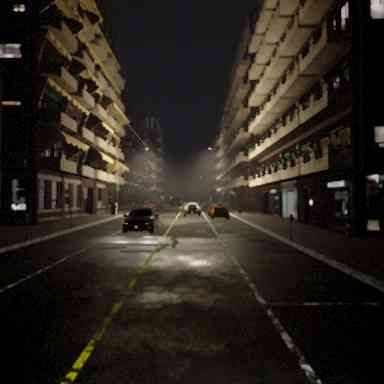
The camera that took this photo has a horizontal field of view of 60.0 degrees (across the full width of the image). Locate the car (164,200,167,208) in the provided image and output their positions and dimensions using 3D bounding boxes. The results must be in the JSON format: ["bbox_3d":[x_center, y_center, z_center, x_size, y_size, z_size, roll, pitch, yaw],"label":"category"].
[{"bbox_3d":[-5.765,1.924,54.239,2.192,1.841,5.009,1,-1,0],"label":"car"}]

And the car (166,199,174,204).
[{"bbox_3d":[-5.825,2.551,87.661,1.947,1.339,4.313,1,-1,0],"label":"car"}]

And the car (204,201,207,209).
[{"bbox_3d":[2.639,2.003,37.498,1.802,1.307,4.206,1,-1,0],"label":"car"}]

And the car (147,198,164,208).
[{"bbox_3d":[-5.756,1.862,48.667,2.192,1.841,5.009,1,-1,0],"label":"car"}]

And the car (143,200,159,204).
[{"bbox_3d":[-5.750,2.050,43.095,1.947,1.339,4.313,1,-1,0],"label":"car"}]

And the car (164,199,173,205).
[{"bbox_3d":[-5.815,2.446,81.920,1.752,1.417,4.829,1,-1,0],"label":"car"}]

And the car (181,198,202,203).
[{"bbox_3d":[-0.053,1.879,46.986,2.097,1.767,4.553,0,-1,0],"label":"car"}]

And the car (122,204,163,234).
[{"bbox_3d":[-3.136,1.741,21.012,1.837,1.490,4.892,0,-1,0],"label":"car"}]

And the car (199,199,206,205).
[{"bbox_3d":[2.572,2.449,82.235,1.752,1.417,4.829,1,-1,0],"label":"car"}]

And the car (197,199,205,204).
[{"bbox_3d":[2.526,2.592,93.206,1.887,1.381,4.507,1,-1,0],"label":"car"}]

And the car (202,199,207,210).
[{"bbox_3d":[2.611,2.190,54.210,1.802,1.307,4.206,1,-1,0],"label":"car"}]

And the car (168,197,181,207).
[{"bbox_3d":[-3.110,2.026,66.373,2.150,2.045,5.566,0,-1,0],"label":"car"}]

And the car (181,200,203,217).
[{"bbox_3d":[0.026,1.943,37.142,1.812,1.442,4.674,0,-1,0],"label":"car"}]

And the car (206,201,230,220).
[{"bbox_3d":[2.648,1.886,32.097,1.752,1.417,4.829,1,-1,0],"label":"car"}]
